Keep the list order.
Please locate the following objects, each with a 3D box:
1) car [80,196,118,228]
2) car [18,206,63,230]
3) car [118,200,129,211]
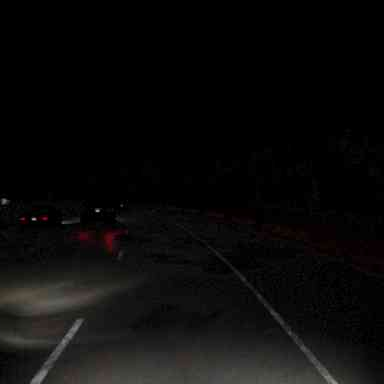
[{"bbox_3d":[-6.458,1.266,23.145,2.150,2.045,5.566,0,0,-14],"label":"car"},{"bbox_3d":[-9.624,1.607,21.473,2.033,1.411,5.357,0,0,-13],"label":"car"},{"bbox_3d":[-9.250,1.632,41.787,1.994,1.385,4.181,0,0,-24],"label":"car"}]
